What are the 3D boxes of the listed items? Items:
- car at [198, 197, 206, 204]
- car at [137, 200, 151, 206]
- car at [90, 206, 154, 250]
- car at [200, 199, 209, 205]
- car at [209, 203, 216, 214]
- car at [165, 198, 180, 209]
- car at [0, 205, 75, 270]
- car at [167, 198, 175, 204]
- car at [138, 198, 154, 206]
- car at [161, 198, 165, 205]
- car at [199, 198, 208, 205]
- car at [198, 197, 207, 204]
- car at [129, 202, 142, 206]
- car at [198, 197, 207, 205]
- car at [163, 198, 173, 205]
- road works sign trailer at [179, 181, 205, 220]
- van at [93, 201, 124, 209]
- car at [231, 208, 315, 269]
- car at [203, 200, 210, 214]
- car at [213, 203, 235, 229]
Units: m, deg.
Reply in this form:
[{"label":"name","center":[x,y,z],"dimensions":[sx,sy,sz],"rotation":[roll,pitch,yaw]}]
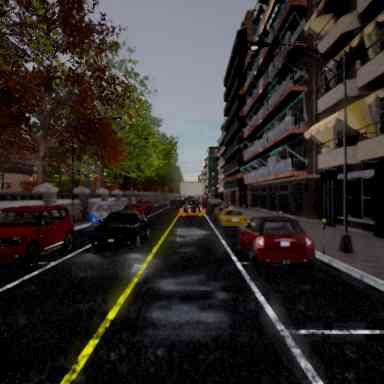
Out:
[{"label":"car","center":[2.687,2.282,90.351],"dimensions":[1.967,1.590,4.097],"rotation":[0,-1,0]},{"label":"car","center":[-5.691,1.841,34.049],"dimensions":[1.887,1.381,4.507],"rotation":[0,-1,0]},{"label":"car","center":[-3.099,1.607,15.261],"dimensions":[1.882,1.535,5.008],"rotation":[0,0,0]},{"label":"car","center":[2.688,2.216,73.460],"dimensions":[1.887,1.381,4.507],"rotation":[0,-1,0]},{"label":"car","center":[2.689,1.827,28.419],"dimensions":[1.802,1.307,4.206],"rotation":[0,-1,0]},{"label":"car","center":[-3.065,2.009,56.498],"dimensions":[1.837,1.490,4.892],"rotation":[0,-1,0]},{"label":"car","center":[-5.690,1.412,11.530],"dimensions":[2.192,1.841,5.009],"rotation":[0,0,0]},{"label":"car","center":[-5.693,2.392,90.349],"dimensions":[2.008,1.369,4.403],"rotation":[0,-1,0]},{"label":"car","center":[-5.691,1.663,39.683],"dimensions":[2.192,1.841,5.009],"rotation":[0,-1,0]},{"label":"car","center":[-5.693,2.111,73.461],"dimensions":[1.967,1.590,4.097],"rotation":[0,-1,0]},{"label":"car","center":[2.688,2.168,79.090],"dimensions":[1.967,1.590,4.097],"rotation":[0,-1,0]},{"label":"car","center":[2.687,2.100,84.721],"dimensions":[2.192,1.841,5.009],"rotation":[0,-1,0]},{"label":"car","center":[-5.691,1.827,28.418],"dimensions":[1.802,1.307,4.206],"rotation":[0,-1,0]},{"label":"car","center":[2.688,2.160,67.830],"dimensions":[1.887,1.381,4.507],"rotation":[0,-1,0]},{"label":"car","center":[-5.693,2.168,79.089],"dimensions":[1.967,1.590,4.097],"rotation":[0,-1,0]},{"label":"road works sign trailer","center":[0.000,0.737,31.451],"dimensions":[2.380,3.560,2.880],"rotation":[0,-1,0]},{"label":"van","center":[-5.691,1.536,22.790],"dimensions":[1.690,1.788,3.998],"rotation":[0,0,0]},{"label":"car","center":[2.690,1.537,11.529],"dimensions":[1.967,1.590,4.097],"rotation":[0,0,0]},{"label":"car","center":[2.689,1.913,39.681],"dimensions":[1.947,1.339,4.313],"rotation":[0,-1,0]},{"label":"car","center":[2.690,1.722,22.959],"dimensions":[1.752,1.417,4.829],"rotation":[0,-1,0]}]
